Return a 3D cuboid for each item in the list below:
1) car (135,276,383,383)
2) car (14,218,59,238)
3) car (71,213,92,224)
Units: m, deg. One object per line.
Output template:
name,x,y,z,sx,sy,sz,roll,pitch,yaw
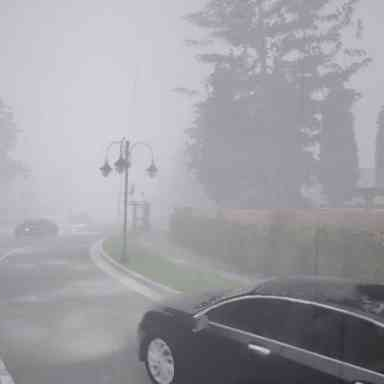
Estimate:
car,1.276,1.720,3.667,1.837,1.490,4.892,4,-4,-43
car,-11.465,2.634,24.818,1.994,1.385,4.181,1,-3,-4
car,-15.824,3.784,47.992,2.128,1.511,4.902,1,-3,-1
